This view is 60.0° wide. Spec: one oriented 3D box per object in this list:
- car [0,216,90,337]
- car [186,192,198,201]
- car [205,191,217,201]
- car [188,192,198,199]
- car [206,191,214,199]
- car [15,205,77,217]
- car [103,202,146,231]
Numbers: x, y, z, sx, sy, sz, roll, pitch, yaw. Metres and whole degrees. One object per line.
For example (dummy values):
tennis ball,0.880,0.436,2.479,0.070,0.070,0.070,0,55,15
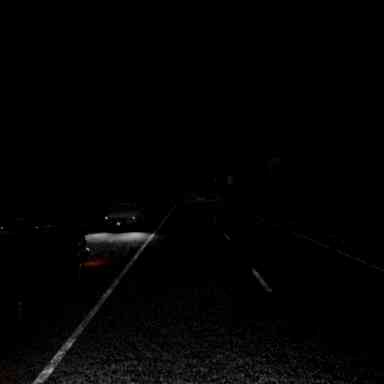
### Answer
car,-3.656,1.480,6.775,2.033,1.411,5.357,0,1,-1
car,-0.079,0.798,60.188,2.128,1.511,4.902,0,1,2
car,3.421,0.800,60.129,1.837,1.490,4.892,0,1,2
car,0.289,0.708,70.572,1.895,1.301,4.718,0,1,3
car,3.782,0.609,70.366,1.812,1.442,4.674,0,1,3
car,-7.242,1.381,16.416,2.033,1.411,5.357,0,1,-1
car,-3.756,1.315,19.277,1.812,1.442,4.674,0,1,0
